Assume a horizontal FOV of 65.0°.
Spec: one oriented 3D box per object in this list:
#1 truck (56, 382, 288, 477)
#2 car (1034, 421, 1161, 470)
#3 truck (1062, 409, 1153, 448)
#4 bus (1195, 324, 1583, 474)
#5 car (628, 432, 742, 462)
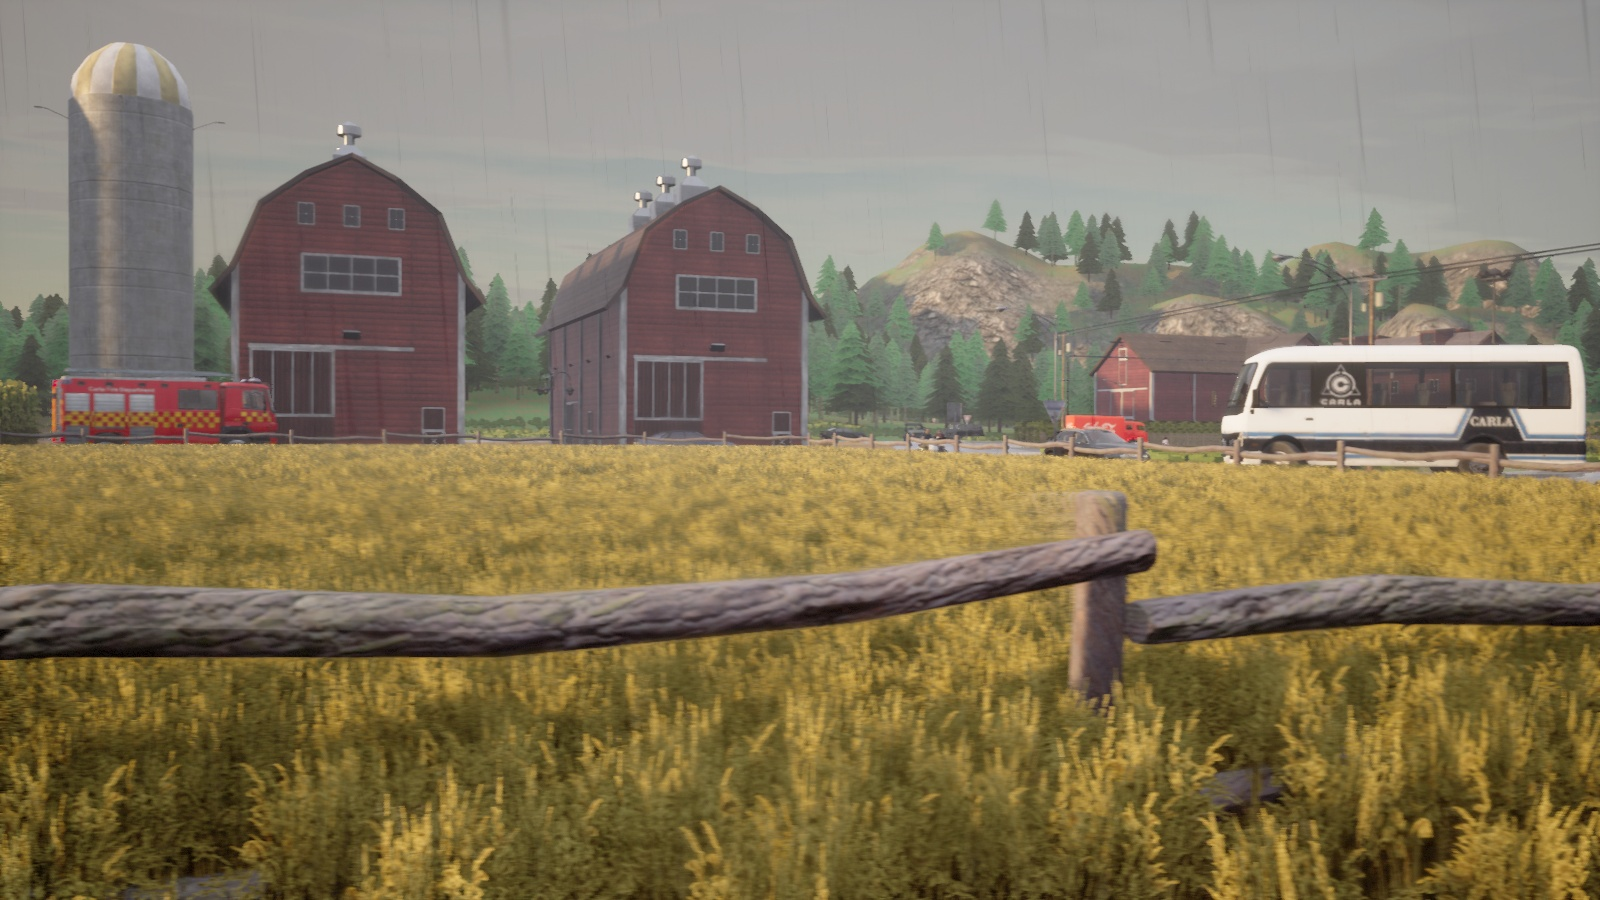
[{"bbox_3d":[-26.964,-0.913,54.181,8.468,3.827,2.891,-2,1,-38],"label":"truck"},{"bbox_3d":[10.526,-0.188,44.855,2.033,1.649,4.856,-1,1,-21],"label":"car"},{"bbox_3d":[20.310,-1.439,83.112,5.204,2.467,2.627,1,1,-4],"label":"truck"},{"bbox_3d":[17.991,-1.504,39.282,10.273,4.253,3.944,-1,1,10],"label":"bus"},{"bbox_3d":[-5.801,-0.165,63.389,5.357,1.411,2.033,-1,1,-19],"label":"car"}]
